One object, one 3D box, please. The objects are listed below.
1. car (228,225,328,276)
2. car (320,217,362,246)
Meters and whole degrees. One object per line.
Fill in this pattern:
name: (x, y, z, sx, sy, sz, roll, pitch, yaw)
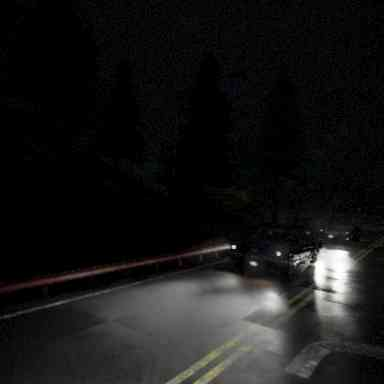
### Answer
car: (3.109, 1.927, 11.755, 1.895, 1.301, 4.718, 3, -1, 35)
car: (9.060, 2.295, 20.306, 2.128, 1.511, 4.902, 3, -1, 35)
